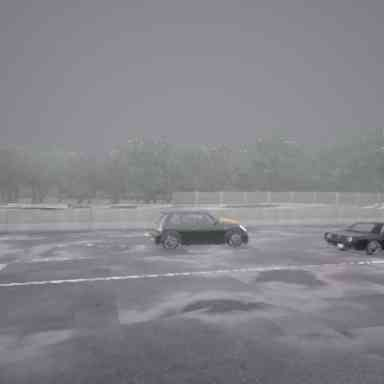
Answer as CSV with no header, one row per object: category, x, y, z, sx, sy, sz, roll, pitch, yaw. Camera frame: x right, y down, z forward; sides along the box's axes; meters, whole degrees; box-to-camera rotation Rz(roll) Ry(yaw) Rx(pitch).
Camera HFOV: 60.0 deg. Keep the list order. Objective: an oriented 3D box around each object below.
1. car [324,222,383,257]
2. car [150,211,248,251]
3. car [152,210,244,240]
car,8.293,1.954,14.433,4.718,1.301,1.895,1,-1,-16
car,0.351,1.685,15.821,4.553,1.767,2.097,0,-1,-16
car,0.314,1.860,19.446,5.008,1.535,1.882,0,-1,-16
